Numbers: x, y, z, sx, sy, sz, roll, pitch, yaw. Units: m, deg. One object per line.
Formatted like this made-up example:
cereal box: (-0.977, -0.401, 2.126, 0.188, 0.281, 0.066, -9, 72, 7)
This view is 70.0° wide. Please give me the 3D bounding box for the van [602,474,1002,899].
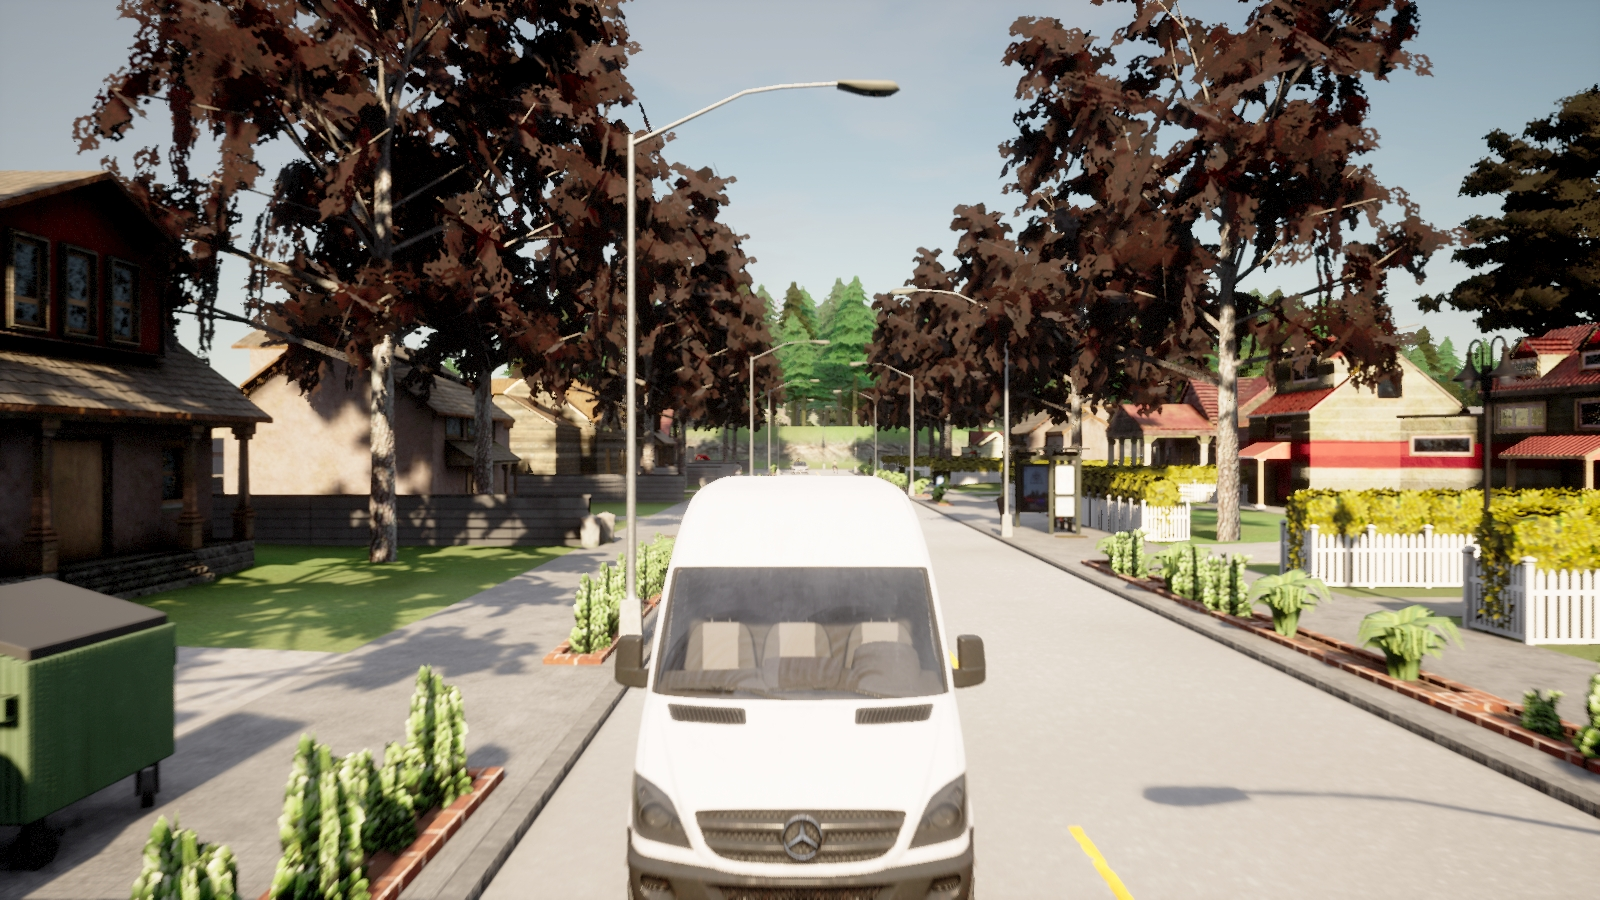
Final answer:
van: (0.010, 1.527, 8.641, 1.988, 2.561, 5.915, 0, 0, 0)
